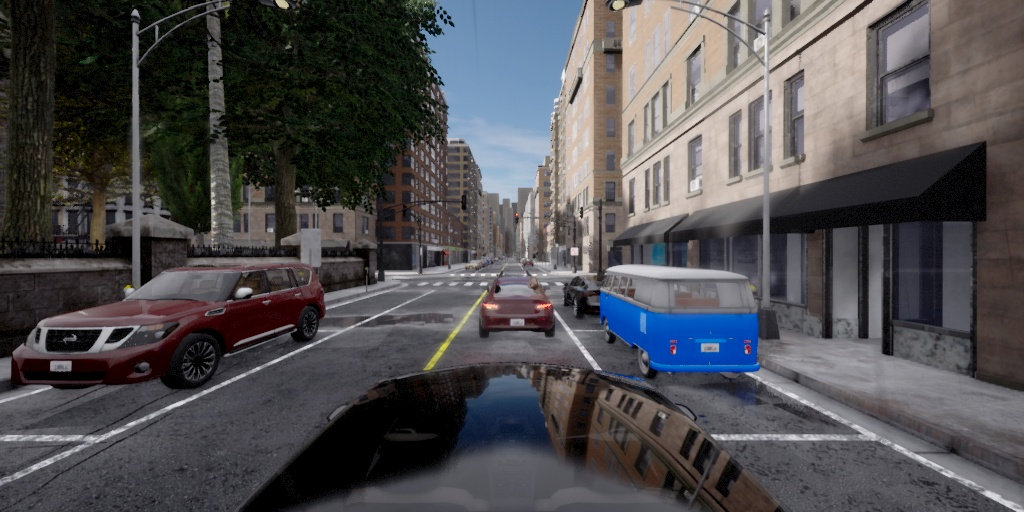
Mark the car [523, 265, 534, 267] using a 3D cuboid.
[{"bbox_3d":[0.119,1.344,18.896,1.895,1.301,4.718,0,0,-1],"label":"car"}]

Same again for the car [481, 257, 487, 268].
[{"bbox_3d":[-5.530,1.270,56.153,2.007,1.370,4.403,0,0,0],"label":"car"}]

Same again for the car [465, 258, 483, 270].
[{"bbox_3d":[-5.545,1.246,50.533,1.751,1.417,4.829,0,0,0],"label":"car"}]

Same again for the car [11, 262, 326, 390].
[{"bbox_3d":[-5.655,1.064,7.014,2.192,1.841,5.009,0,0,0],"label":"car"}]

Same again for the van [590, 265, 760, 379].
[{"bbox_3d":[2.870,1.090,7.033,1.690,1.789,3.998,0,0,0],"label":"van"}]

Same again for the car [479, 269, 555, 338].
[{"bbox_3d":[0.126,1.274,10.074,1.812,1.442,4.674,0,0,0],"label":"car"}]

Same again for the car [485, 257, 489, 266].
[{"bbox_3d":[-5.517,1.263,61.605,1.888,1.381,4.507,0,0,0],"label":"car"}]

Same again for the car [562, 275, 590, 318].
[{"bbox_3d":[2.884,1.313,12.693,1.948,1.339,4.313,0,0,0],"label":"car"}]
